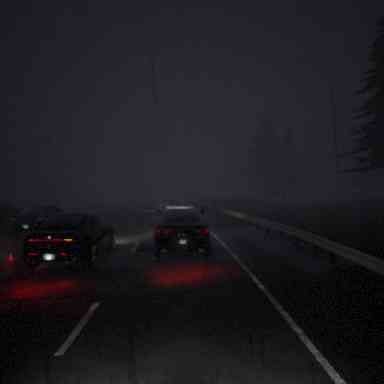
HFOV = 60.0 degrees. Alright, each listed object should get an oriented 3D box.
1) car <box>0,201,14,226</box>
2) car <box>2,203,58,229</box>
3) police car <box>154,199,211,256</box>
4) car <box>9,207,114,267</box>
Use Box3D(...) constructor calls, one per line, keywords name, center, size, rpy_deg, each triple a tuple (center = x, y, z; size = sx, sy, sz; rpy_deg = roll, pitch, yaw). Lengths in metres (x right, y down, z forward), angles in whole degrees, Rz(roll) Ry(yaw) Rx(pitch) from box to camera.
Box3D(name="car", center=(-11.611, 1.325, 20.361), size=(2.128, 1.511, 4.902), rpy_deg=(0, 1, -6))
Box3D(name="car", center=(-7.806, 1.376, 17.527), size=(1.812, 1.442, 4.674), rpy_deg=(0, 1, -5))
Box3D(name="police car", center=(-0.425, 1.301, 12.793), size=(1.930, 1.638, 5.238), rpy_deg=(0, 1, -3))
Box3D(name="car", center=(-3.827, 1.407, 11.024), size=(1.837, 1.490, 4.892), rpy_deg=(0, 1, -3))
